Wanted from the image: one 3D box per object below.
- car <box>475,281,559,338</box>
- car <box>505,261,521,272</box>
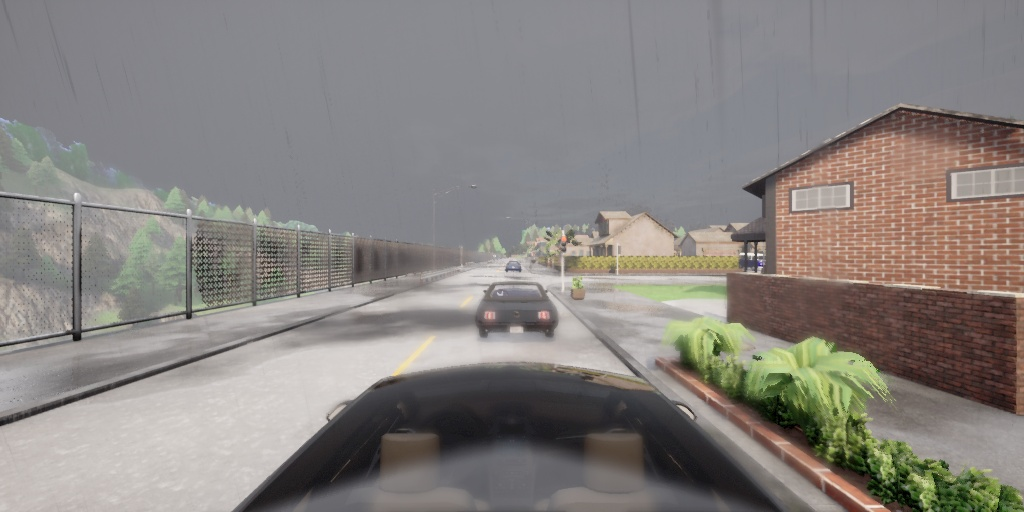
[{"bbox_3d":[0.115,1.351,10.184,1.895,1.301,4.718,0,0,0],"label":"car"},{"bbox_3d":[0.184,1.314,45.433,1.994,1.385,4.181,0,0,0],"label":"car"}]
